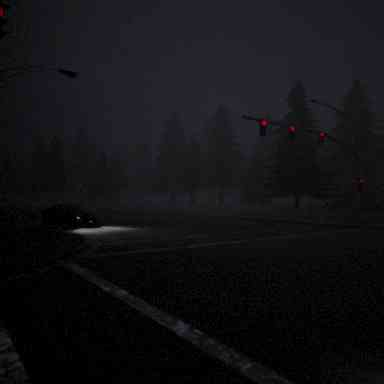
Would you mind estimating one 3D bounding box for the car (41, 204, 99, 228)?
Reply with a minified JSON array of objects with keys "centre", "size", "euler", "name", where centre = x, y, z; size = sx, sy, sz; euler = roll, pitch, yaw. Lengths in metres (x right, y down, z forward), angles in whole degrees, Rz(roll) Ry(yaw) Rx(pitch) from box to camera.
[{"centre":[-8.216,1.549,22.179],"size":[4.674,1.442,1.812],"euler":[1,0,35],"name":"car"}]
